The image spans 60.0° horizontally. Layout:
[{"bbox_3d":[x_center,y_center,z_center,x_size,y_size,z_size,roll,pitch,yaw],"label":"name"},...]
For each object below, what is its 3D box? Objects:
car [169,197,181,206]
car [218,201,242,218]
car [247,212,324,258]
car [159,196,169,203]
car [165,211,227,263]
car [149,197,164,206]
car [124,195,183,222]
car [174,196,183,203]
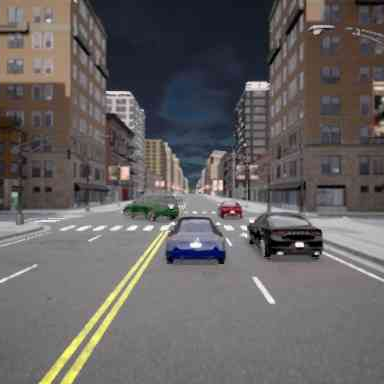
[{"bbox_3d":[-3.056,1.646,59.485,1.837,1.490,4.892,0,0,1],"label":"car"},{"bbox_3d":[3.462,1.555,30.780,1.882,1.535,5.008,0,0,0],"label":"car"},{"bbox_3d":[3.383,1.510,12.899,1.882,1.535,5.008,0,0,0],"label":"car"},{"bbox_3d":[-6.197,1.657,74.673,1.837,1.490,4.892,0,0,0],"label":"car"},{"bbox_3d":[0.128,1.595,12.151,1.994,1.385,4.181,0,0,0],"label":"car"},{"bbox_3d":[-6.305,1.634,59.625,2.128,1.511,4.902,0,0,1],"label":"car"},{"bbox_3d":[-3.436,1.288,27.551,2.150,2.045,5.566,2,-2,-42],"label":"car"},{"bbox_3d":[-2.948,1.659,74.519,1.837,1.490,4.892,0,0,0],"label":"car"}]
